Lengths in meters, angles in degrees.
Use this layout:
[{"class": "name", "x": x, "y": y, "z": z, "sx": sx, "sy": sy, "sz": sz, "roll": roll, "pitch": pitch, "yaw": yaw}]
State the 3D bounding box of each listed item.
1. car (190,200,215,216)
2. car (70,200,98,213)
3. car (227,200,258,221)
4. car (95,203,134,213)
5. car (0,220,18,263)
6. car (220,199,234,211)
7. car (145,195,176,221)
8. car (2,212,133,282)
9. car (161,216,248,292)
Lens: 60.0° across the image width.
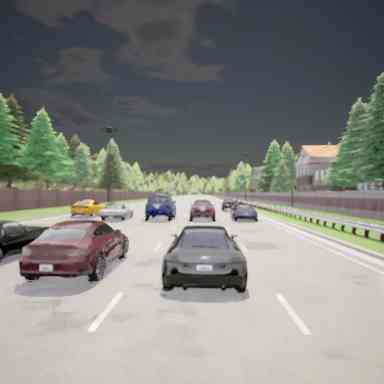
[{"class": "car", "x": 0.904, "y": 1.451, "z": 28.540, "sx": 2.097, "sy": 1.767, "sz": 4.553, "roll": 1, "pitch": 0, "yaw": 2}, {"class": "car", "x": -9.533, "y": 1.481, "z": 30.745, "sx": 1.882, "sy": 1.535, "sz": 5.008, "roll": 1, "pitch": 0, "yaw": 2}, {"class": "car", "x": 4.374, "y": 1.698, "z": 28.400, "sx": 1.994, "sy": 1.385, "sz": 4.181, "roll": 1, "pitch": 0, "yaw": 2}, {"class": "car", "x": -6.128, "y": 1.628, "z": 27.575, "sx": 1.895, "sy": 1.301, "sz": 4.718, "roll": 1, "pitch": 0, "yaw": 2}, {"class": "car", "x": -6.616, "y": 1.571, "z": 11.204, "sx": 1.895, "sy": 1.301, "sz": 4.718, "roll": 1, "pitch": 0, "yaw": 2}, {"class": "car", "x": 4.846, "y": 1.691, "z": 44.109, "sx": 1.837, "sy": 1.490, "sz": 4.892, "roll": 1, "pitch": -1, "yaw": 2}, {"class": "car", "x": -2.603, "y": 1.285, "z": 28.277, "sx": 2.150, "sy": 2.045, "sz": 5.566, "roll": 1, "pitch": 0, "yaw": 2}, {"class": "car", "x": -3.170, "y": 1.525, "z": 9.666, "sx": 1.812, "sy": 1.442, "sz": 4.674, "roll": 1, "pitch": 0, "yaw": 2}, {"class": "car", "x": 0.328, "y": 1.596, "z": 9.110, "sx": 1.994, "sy": 1.385, "sz": 4.181, "roll": 1, "pitch": 0, "yaw": 2}]
